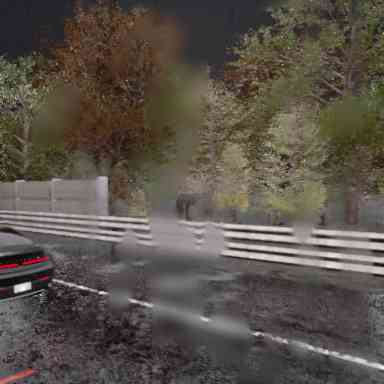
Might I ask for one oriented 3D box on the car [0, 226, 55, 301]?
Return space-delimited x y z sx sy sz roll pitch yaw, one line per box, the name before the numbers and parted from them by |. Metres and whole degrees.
car | -5.068 1.504 7.492 4.892 1.490 1.837 0 0 35
